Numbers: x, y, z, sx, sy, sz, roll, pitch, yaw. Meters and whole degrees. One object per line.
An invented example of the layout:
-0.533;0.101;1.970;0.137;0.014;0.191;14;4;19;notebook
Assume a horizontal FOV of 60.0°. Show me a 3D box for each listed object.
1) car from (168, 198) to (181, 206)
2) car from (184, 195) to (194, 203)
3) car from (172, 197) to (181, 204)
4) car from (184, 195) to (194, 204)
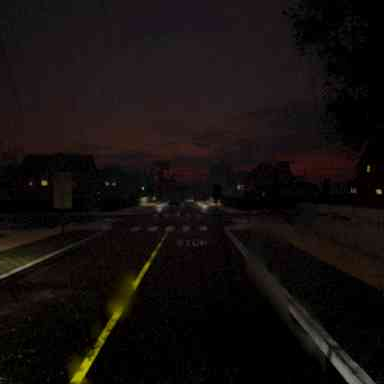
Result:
-3.193;1.767;58.372;2.033;1.411;5.357;0;0;0;car
-0.750;1.625;80.643;2.097;1.767;4.553;0;-1;-2;car
-3.375;1.904;73.441;1.994;1.385;4.181;0;-1;-1;car
-0.585;1.917;70.675;1.895;1.301;4.718;0;-1;-1;car
